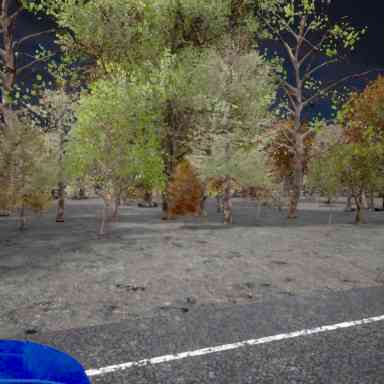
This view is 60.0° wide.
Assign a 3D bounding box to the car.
[{"bbox_3d":[-3.007,1.477,1.476,5.008,1.535,1.882,0,0,-21],"label":"car"}]
